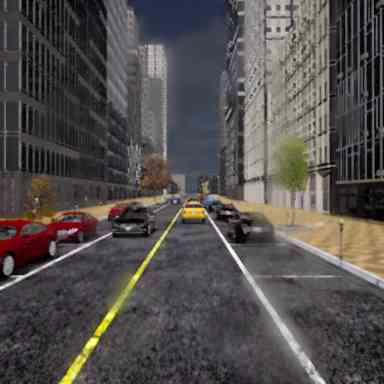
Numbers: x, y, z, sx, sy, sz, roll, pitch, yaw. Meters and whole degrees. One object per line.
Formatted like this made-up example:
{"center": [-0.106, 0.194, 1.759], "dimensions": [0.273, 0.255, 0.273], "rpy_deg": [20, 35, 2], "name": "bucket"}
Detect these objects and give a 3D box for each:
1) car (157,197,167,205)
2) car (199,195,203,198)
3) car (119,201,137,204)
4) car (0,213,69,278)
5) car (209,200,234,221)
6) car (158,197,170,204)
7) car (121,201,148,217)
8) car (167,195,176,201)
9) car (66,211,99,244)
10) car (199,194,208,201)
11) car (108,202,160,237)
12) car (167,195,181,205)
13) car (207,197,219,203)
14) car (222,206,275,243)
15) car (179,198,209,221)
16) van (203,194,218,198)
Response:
{"center": [-5.575, 1.599, 61.317], "dimensions": [1.752, 1.417, 4.829], "rpy_deg": [0, 0, 0], "name": "car"}
{"center": [0.157, 1.539, 44.082], "dimensions": [1.882, 1.535, 5.008], "rpy_deg": [0, 0, 0], "name": "car"}
{"center": [-5.638, 1.588, 27.331], "dimensions": [1.887, 1.381, 4.507], "rpy_deg": [0, 0, 0], "name": "car"}
{"center": [-5.669, 1.564, 10.253], "dimensions": [1.887, 1.381, 4.507], "rpy_deg": [0, 0, 0], "name": "car"}
{"center": [2.743, 1.609, 27.307], "dimensions": [1.947, 1.339, 4.313], "rpy_deg": [0, 0, 0], "name": "car"}
{"center": [-5.564, 1.627, 67.180], "dimensions": [2.008, 1.369, 4.403], "rpy_deg": [0, 0, 0], "name": "car"}
{"center": [-5.628, 1.617, 33.024], "dimensions": [1.947, 1.339, 4.313], "rpy_deg": [0, 0, 0], "name": "car"}
{"center": [-5.522, 1.632, 89.949], "dimensions": [2.008, 1.369, 4.403], "rpy_deg": [0, 0, 0], "name": "car"}
{"center": [-5.659, 1.609, 15.946], "dimensions": [1.802, 1.307, 4.206], "rpy_deg": [0, 0, 0], "name": "car"}
{"center": [2.849, 1.395, 84.230], "dimensions": [2.192, 1.841, 5.009], "rpy_deg": [0, 0, 0], "name": "car"}
{"center": [-3.066, 1.536, 18.388], "dimensions": [1.837, 1.490, 4.892], "rpy_deg": [0, 0, 0], "name": "car"}
{"center": [-2.929, 1.565, 60.776], "dimensions": [2.128, 1.511, 4.902], "rpy_deg": [0, 0, 1], "name": "car"}
{"center": [2.764, 1.622, 38.691], "dimensions": [1.947, 1.339, 4.313], "rpy_deg": [0, 0, 0], "name": "car"}
{"center": [2.722, 1.593, 15.923], "dimensions": [1.947, 1.339, 4.313], "rpy_deg": [0, 0, 0], "name": "car"}
{"center": [0.149, 1.498, 27.137], "dimensions": [1.801, 1.575, 5.366], "rpy_deg": [0, 0, 0], "name": "car"}
{"center": [2.775, 1.403, 44.386], "dimensions": [1.690, 1.788, 3.998], "rpy_deg": [0, 0, 0], "name": "van"}
